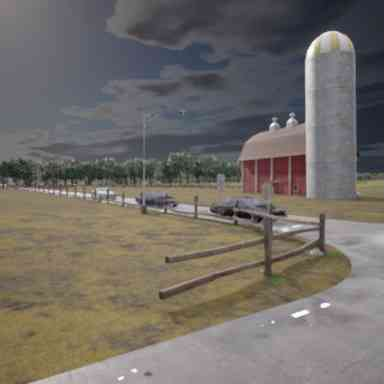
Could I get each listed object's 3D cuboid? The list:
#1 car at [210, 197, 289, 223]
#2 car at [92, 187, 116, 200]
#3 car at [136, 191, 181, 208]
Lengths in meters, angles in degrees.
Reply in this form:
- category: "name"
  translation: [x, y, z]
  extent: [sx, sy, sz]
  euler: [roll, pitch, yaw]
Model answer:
- category: "car"
  translation: [3.348, 1.012, 20.688]
  extent: [2.033, 1.411, 5.357]
  euler: [-1, 3, -36]
- category: "car"
  translation: [-10.846, 0.184, 40.696]
  extent: [1.812, 1.442, 4.674]
  euler: [-1, 2, -35]
- category: "car"
  translation: [-3.155, 0.633, 29.843]
  extent: [2.033, 1.411, 5.357]
  euler: [-1, 3, -35]
